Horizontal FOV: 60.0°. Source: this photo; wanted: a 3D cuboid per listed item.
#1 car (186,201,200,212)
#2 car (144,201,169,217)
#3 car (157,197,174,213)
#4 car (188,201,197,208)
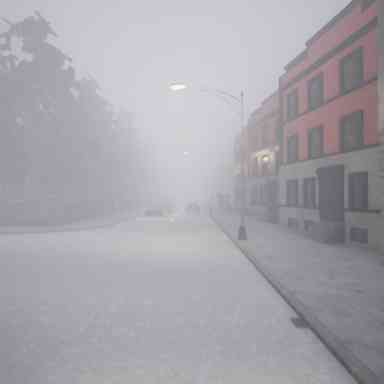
[{"bbox_3d":[0.102,2.167,47.430,1.994,1.385,4.181,0,-1,0],"label":"car"},{"bbox_3d":[-4.100,2.022,37.329,2.033,1.411,5.357,0,-1,0],"label":"car"},{"bbox_3d":[-4.094,1.825,47.520,2.150,2.045,5.566,0,-1,0],"label":"car"},{"bbox_3d":[0.014,2.599,71.081,1.837,1.490,4.892,0,-1,0],"label":"car"}]
